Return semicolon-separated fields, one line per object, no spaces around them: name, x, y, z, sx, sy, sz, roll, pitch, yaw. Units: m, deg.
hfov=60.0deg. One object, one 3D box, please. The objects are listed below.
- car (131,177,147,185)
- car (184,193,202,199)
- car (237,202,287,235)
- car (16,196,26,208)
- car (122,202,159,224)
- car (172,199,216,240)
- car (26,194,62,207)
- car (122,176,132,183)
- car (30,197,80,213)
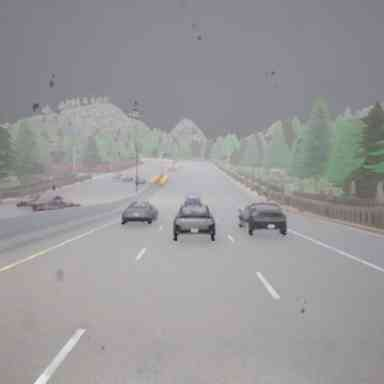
car;-10.459;-2.181;67.673;1.994;1.385;4.181;0;7;0
car;0.100;0.885;37.774;1.812;1.442;4.674;0;3;0
car;3.600;1.312;17.532;1.837;1.490;4.892;0;0;0
car;-17.575;0.975;36.712;1.994;1.385;4.181;0;3;0
car;-3.400;1.320;22.303;1.994;1.385;4.181;0;1;0
car;0.100;1.318;15.794;2.128;1.511;4.902;0;1;0
car;-14.081;1.041;33.004;1.882;1.535;5.008;0;2;0
car;-13.933;-2.734;72.375;1.895;1.301;4.718;0;7;0
car;-10.592;1.312;26.442;1.895;1.301;4.718;0;1;0
